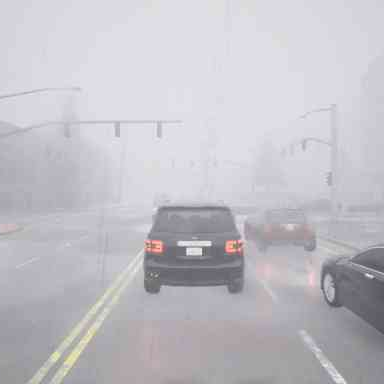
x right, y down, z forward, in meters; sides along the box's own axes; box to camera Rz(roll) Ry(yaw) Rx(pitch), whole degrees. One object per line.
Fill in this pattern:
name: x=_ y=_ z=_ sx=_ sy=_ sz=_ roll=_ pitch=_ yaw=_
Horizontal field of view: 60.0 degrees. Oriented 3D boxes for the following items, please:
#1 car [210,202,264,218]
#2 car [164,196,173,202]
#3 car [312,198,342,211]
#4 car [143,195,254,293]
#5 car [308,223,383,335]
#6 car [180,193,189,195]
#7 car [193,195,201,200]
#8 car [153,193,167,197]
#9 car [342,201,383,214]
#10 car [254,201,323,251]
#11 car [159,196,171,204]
car: x=4.196 y=1.601 z=31.093 sx=4.718 sy=1.301 sz=1.895 roll=0 pitch=0 yaw=22
car: x=-5.150 y=1.523 z=73.613 sx=1.812 sy=1.442 sz=4.674 roll=0 pitch=0 yaw=-1
car: x=14.428 y=1.505 z=37.571 sx=4.892 sy=1.490 sz=1.837 roll=0 pitch=0 yaw=-2
car: x=0.052 y=1.221 z=8.989 sx=2.150 sy=2.045 sz=5.566 roll=0 pitch=0 yaw=0
car: x=3.606 y=1.505 z=5.087 sx=1.837 sy=1.490 sz=4.892 roll=0 pitch=0 yaw=0
car: x=-1.810 y=1.496 z=80.223 sx=1.837 sy=1.490 sz=4.892 roll=0 pitch=0 yaw=-1
car: x=1.445 y=1.552 z=90.370 sx=1.994 sy=1.385 sz=4.181 roll=0 pitch=0 yaw=-1
car: x=-4.681 y=1.224 z=50.423 sx=2.150 sy=2.045 sz=5.566 roll=0 pitch=0 yaw=-2
car: x=18.479 y=1.601 z=34.180 sx=4.718 sy=1.301 sz=1.895 roll=0 pitch=0 yaw=-2
car: x=3.532 y=1.352 z=14.168 sx=2.097 sy=1.767 sz=4.553 roll=0 pitch=0 yaw=0
car: x=-4.930 y=1.477 z=62.118 sx=1.882 sy=1.535 sz=5.008 roll=0 pitch=0 yaw=-1
